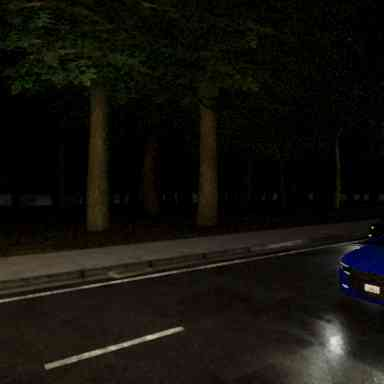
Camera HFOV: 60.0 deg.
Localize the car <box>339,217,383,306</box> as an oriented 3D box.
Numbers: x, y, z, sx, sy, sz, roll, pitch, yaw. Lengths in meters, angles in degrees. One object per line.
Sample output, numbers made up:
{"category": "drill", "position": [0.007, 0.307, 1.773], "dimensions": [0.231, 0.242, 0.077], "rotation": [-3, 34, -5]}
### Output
{"category": "car", "position": [5.235, 1.420, 7.293], "dimensions": [5.008, 1.535, 1.882], "rotation": [0, 0, -35]}
